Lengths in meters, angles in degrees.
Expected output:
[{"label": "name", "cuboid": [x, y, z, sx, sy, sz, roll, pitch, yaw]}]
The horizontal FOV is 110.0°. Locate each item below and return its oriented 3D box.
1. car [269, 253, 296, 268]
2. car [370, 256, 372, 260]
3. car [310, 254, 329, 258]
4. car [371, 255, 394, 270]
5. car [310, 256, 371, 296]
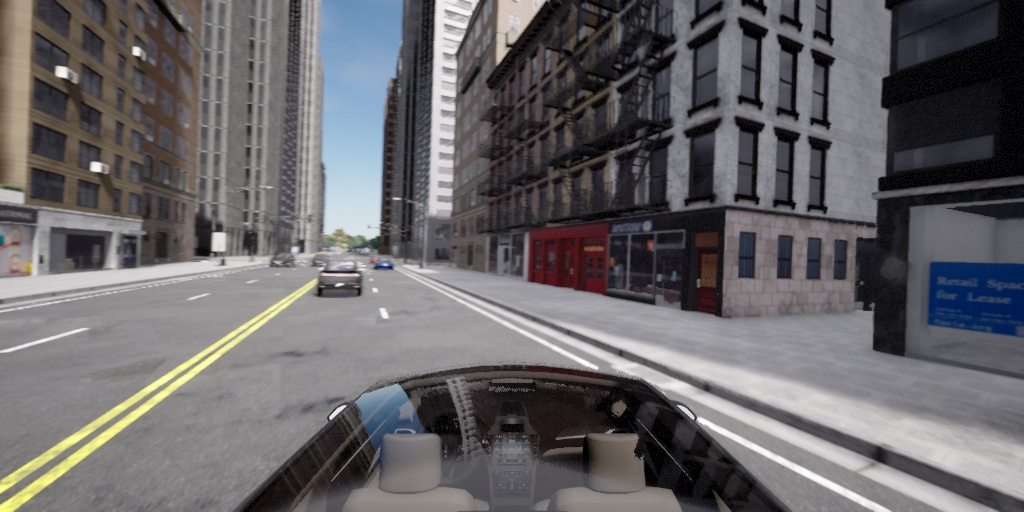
[{"label": "car", "cuboid": [-23.982, 0.429, 37.623, 1.837, 1.490, 4.892, 2, 0, -22]}, {"label": "car", "cuboid": [-21.556, 0.561, 57.246, 1.994, 1.385, 4.181, 2, 0, -23]}, {"label": "car", "cuboid": [-22.189, 0.490, 41.804, 1.837, 1.490, 4.892, 2, -1, -23]}, {"label": "car", "cuboid": [-14.377, 0.820, 40.305, 1.994, 1.385, 4.181, 2, 0, -23]}, {"label": "car", "cuboid": [-8.087, 0.964, 17.105, 2.128, 1.511, 4.902, 2, 0, -23]}]
